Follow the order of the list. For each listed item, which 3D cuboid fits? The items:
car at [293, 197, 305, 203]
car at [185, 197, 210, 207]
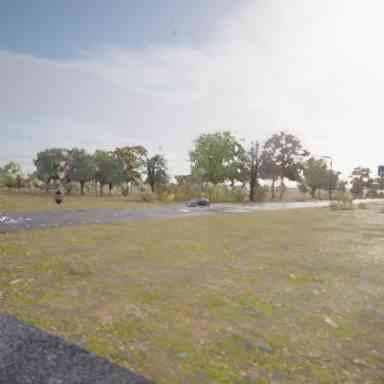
[{"bbox_3d":[29.017,2.149,90.260,2.033,1.411,5.357,2,0,36],"label":"car"},{"bbox_3d":[0.908,1.594,51.375,2.128,1.511,4.902,2,1,36],"label":"car"}]
